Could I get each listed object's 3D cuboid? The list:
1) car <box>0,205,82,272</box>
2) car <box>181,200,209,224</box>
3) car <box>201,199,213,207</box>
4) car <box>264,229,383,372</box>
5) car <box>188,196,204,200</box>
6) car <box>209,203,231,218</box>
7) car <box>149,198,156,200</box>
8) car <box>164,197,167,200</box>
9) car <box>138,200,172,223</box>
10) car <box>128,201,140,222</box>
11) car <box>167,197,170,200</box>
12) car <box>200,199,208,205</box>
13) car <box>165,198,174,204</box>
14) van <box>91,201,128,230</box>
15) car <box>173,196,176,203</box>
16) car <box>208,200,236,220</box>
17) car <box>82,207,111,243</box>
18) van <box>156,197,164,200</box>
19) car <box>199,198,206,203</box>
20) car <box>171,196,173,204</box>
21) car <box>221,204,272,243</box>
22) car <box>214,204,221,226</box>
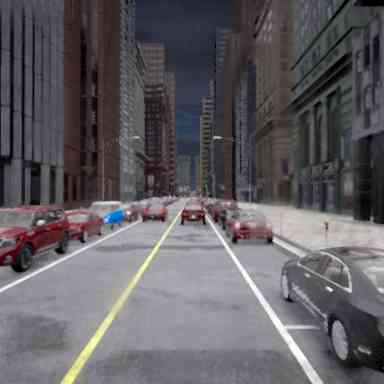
[{"bbox_3d":[-5.764,1.412,11.291,2.192,1.841,5.009,0,0,0],"label":"car"},{"bbox_3d":[0.106,1.711,27.158,1.882,1.535,5.008,0,-1,0],"label":"car"},{"bbox_3d":[2.772,2.100,62.022,1.947,1.339,4.313,0,-1,0],"label":"car"},{"bbox_3d":[2.761,1.600,5.662,2.008,1.369,4.403,0,0,0],"label":"car"},{"bbox_3d":[0.110,1.738,44.969,2.097,1.767,4.553,0,0,0],"label":"car"},{"bbox_3d":[2.767,1.835,33.842,1.887,1.381,4.507,0,0,0],"label":"car"},{"bbox_3d":[-5.758,1.778,39.473,1.967,1.590,4.097,0,0,0],"label":"car"},{"bbox_3d":[-5.754,2.008,56.211,1.752,1.417,4.829,0,-1,0],"label":"car"},{"bbox_3d":[-3.079,1.722,28.507,1.882,1.535,5.008,0,-1,0],"label":"car"},{"bbox_3d":[-5.760,1.682,28.200,1.967,1.590,4.097,0,0,0],"label":"car"},{"bbox_3d":[-5.753,2.085,62.017,2.008,1.369,4.403,0,-1,0],"label":"car"},{"bbox_3d":[2.776,2.268,78.930,1.802,1.307,4.206,0,-1,0],"label":"car"},{"bbox_3d":[-5.748,2.302,84.563,1.947,1.339,4.313,0,-1,0],"label":"car"},{"bbox_3d":[-5.761,1.534,22.564,1.690,1.788,3.998,0,0,0],"label":"van"},{"bbox_3d":[-5.750,2.001,78.929,2.192,1.841,5.009,0,-1,0],"label":"car"},{"bbox_3d":[2.765,1.557,28.208,2.192,1.841,5.009,0,0,0],"label":"car"},{"bbox_3d":[-5.762,1.690,16.926,1.887,1.381,4.507,0,0,0],"label":"car"},{"bbox_3d":[-5.756,1.776,50.746,1.690,1.788,3.998,0,0,0],"label":"van"},{"bbox_3d":[2.778,2.370,90.203,1.802,1.307,4.206,0,-1,0],"label":"car"},{"bbox_3d":[-5.751,2.075,73.290,1.967,1.590,4.097,0,-1,0],"label":"car"},{"bbox_3d":[2.763,1.586,16.934,1.967,1.590,4.097,0,0,0],"label":"car"},{"bbox_3d":[2.765,1.760,22.570,1.947,1.339,4.313,0,0,0],"label":"car"}]
